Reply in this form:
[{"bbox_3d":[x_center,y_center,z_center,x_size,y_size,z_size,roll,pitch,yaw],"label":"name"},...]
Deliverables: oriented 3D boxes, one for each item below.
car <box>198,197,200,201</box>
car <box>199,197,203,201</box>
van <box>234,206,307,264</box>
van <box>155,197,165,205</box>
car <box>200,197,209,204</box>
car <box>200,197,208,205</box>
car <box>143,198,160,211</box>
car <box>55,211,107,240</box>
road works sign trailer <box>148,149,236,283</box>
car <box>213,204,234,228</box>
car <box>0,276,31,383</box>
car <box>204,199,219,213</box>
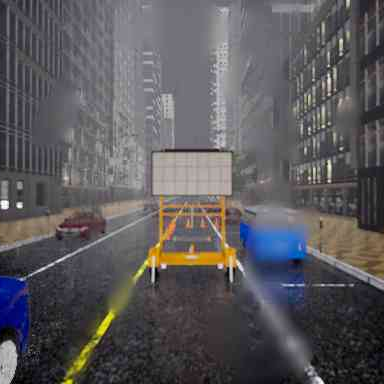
[{"bbox_3d":[2.730,1.875,68.742,1.967,1.590,4.097,0,0,0],"label":"car"},{"bbox_3d":[2.724,1.926,57.356,2.008,1.369,4.403,0,0,0],"label":"car"},{"bbox_3d":[2.697,1.421,11.820,1.690,1.788,3.998,0,0,0],"label":"van"},{"bbox_3d":[-5.657,1.717,57.366,1.690,1.788,3.998,0,0,0],"label":"van"},{"bbox_3d":[2.733,1.905,74.434,1.967,1.590,4.097,0,0,0],"label":"car"},{"bbox_3d":[2.720,1.894,51.664,2.008,1.369,4.403,0,0,0],"label":"car"},{"bbox_3d":[-5.664,1.860,45.980,2.008,1.369,4.403,0,0,0],"label":"car"},{"bbox_3d":[-5.681,1.701,17.517,1.802,1.307,4.206,0,0,0],"label":"car"},{"bbox_3d":[0.006,0.532,9.846,2.380,3.560,2.880,0,0,0],"label":"road works sign trailer"},{"bbox_3d":[2.704,1.739,23.202,1.802,1.307,4.206,0,0,0],"label":"car"},{"bbox_3d":[-2.999,1.494,2.215,1.882,1.535,5.008,0,0,0],"label":"car"},{"bbox_3d":[2.713,1.854,40.279,1.802,1.307,4.206,0,0,0],"label":"car"}]
